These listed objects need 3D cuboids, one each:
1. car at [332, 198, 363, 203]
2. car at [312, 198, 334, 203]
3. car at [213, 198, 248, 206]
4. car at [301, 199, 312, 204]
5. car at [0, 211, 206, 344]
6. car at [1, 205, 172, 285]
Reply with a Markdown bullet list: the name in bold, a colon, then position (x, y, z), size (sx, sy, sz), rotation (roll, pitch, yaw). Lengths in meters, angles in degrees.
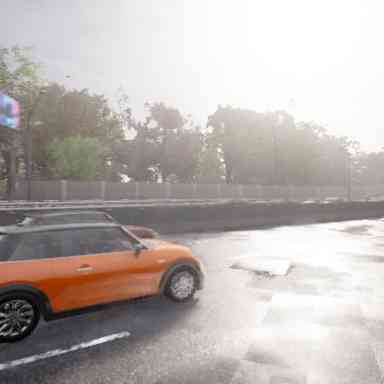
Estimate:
- **car**: position (18.899, 1.652, 38.956), size (4.718, 1.301, 1.895), rotation (0, 0, -35)
- **car**: position (17.957, 1.561, 42.573), size (4.892, 1.490, 1.837), rotation (1, -1, -35)
- **car**: position (4.846, 1.506, 41.833), size (5.008, 1.535, 1.882), rotation (0, 0, -35)
- **car**: position (16.981, 1.622, 46.168), size (4.181, 1.385, 1.994), rotation (0, 0, -35)
- **car**: position (-1.917, 1.352, 6.678), size (4.553, 1.767, 2.097), rotation (0, 0, -36)
- **car**: position (-3.097, 1.352, 10.138), size (4.553, 1.767, 2.097), rotation (0, 0, -36)
